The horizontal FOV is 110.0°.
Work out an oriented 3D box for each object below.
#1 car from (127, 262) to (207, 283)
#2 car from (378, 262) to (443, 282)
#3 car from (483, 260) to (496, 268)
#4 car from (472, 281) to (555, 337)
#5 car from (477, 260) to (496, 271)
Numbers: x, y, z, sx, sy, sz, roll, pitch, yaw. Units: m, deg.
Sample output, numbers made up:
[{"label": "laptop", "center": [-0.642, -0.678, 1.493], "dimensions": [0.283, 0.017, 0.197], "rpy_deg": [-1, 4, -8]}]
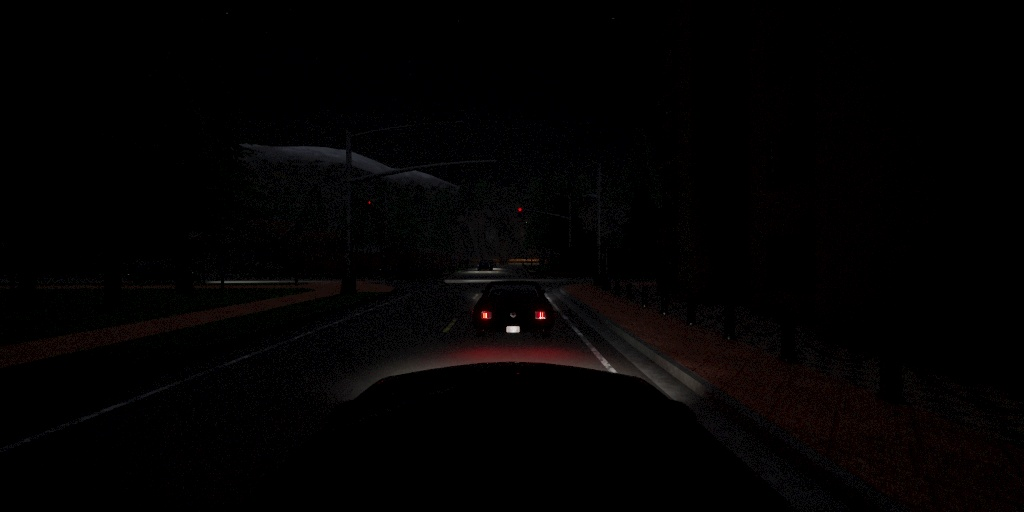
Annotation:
[{"label": "car", "center": [-25.761, 1.227, 26.893], "dimensions": [4.902, 1.511, 2.128], "rpy_deg": [0, 0, -1]}, {"label": "car", "center": [-7.895, 1.235, 28.089], "dimensions": [4.902, 1.511, 2.128], "rpy_deg": [0, 0, -11]}, {"label": "car", "center": [-3.710, 1.314, 59.810], "dimensions": [1.994, 1.385, 4.181], "rpy_deg": [0, 0, 0]}, {"label": "car", "center": [0.042, 1.351, 10.230], "dimensions": [1.895, 1.301, 4.718], "rpy_deg": [0, 0, 0]}, {"label": "car", "center": [-3.691, 1.228, 49.830], "dimensions": [1.882, 1.535, 5.008], "rpy_deg": [0, 0, 0]}]
